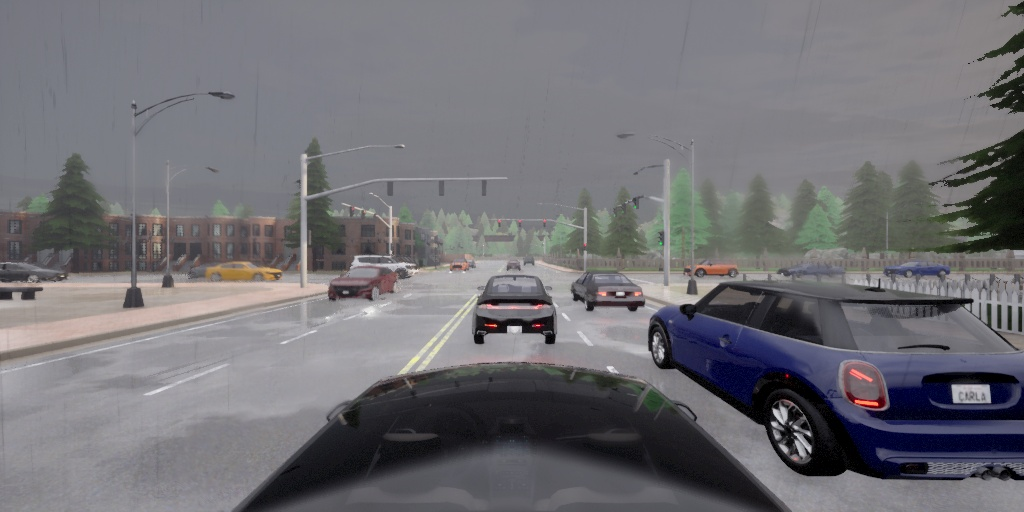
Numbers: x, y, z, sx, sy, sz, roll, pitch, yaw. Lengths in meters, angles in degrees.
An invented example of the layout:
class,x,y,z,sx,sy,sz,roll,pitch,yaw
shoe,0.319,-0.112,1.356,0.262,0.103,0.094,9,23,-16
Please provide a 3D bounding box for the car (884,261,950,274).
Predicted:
class,x,y,z,sx,sy,sz,roll,pitch,yaw
car,38.152,1.228,33.897,5.008,1.535,1.882,0,0,0

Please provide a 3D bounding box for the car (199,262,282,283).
class,x,y,z,sx,sy,sz,roll,pitch,yaw
car,-20.184,1.227,27.162,5.008,1.535,1.882,0,0,-1

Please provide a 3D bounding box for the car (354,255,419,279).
class,x,y,z,sx,sy,sz,roll,pitch,yaw
car,-10.907,0.972,30.726,5.566,2.045,2.150,0,0,0

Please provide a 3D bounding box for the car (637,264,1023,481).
class,x,y,z,sx,sy,sz,roll,pitch,yaw
car,3.606,1.102,4.938,2.097,1.767,4.553,0,0,0

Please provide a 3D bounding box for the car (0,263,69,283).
class,x,y,z,sx,sy,sz,roll,pitch,yaw
car,-35.796,1.253,26.120,4.892,1.490,1.837,0,-1,-13

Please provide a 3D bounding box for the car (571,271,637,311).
class,x,y,z,sx,sy,sz,roll,pitch,yaw
car,3.600,1.297,14.356,2.033,1.411,5.357,0,0,0

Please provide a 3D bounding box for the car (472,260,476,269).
class,x,y,z,sx,sy,sz,roll,pitch,yaw
car,-7.013,1.276,58.250,1.812,1.442,4.674,0,0,1

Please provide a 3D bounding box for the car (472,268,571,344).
class,x,y,z,sx,sy,sz,roll,pitch,yaw
car,0.073,1.242,9.528,2.128,1.511,4.902,0,0,1

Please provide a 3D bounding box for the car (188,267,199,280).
class,x,y,z,sx,sy,sz,roll,pitch,yaw
car,-24.900,1.313,30.550,4.181,1.385,1.994,0,0,-2

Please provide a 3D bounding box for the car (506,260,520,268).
class,x,y,z,sx,sy,sz,roll,pitch,yaw
car,0.201,1.275,51.980,1.812,1.442,4.674,0,0,0

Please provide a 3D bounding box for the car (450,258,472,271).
class,x,y,z,sx,sy,sz,roll,pitch,yaw
car,-7.036,1.102,48.317,2.097,1.767,4.553,0,0,0

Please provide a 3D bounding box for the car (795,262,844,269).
class,x,y,z,sx,sy,sz,roll,pitch,yaw
car,28.274,1.297,33.925,5.357,1.411,2.033,0,0,1

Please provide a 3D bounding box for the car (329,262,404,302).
class,x,y,z,sx,sy,sz,roll,pitch,yaw
car,-6.966,1.227,17.334,1.882,1.535,5.008,1,0,-2

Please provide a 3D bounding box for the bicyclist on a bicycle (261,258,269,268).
class,x,y,z,sx,sy,sz,roll,pitch,yaw
bicyclist on a bicycle,-28.766,1.053,41.635,0.582,1.620,1.656,0,0,-1

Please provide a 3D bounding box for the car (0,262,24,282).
class,x,y,z,sx,sy,sz,roll,pitch,yaw
car,-42.281,1.254,27.879,4.892,1.490,1.837,0,-1,-21

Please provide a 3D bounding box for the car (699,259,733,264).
class,x,y,z,sx,sy,sz,roll,pitch,yaw
car,18.749,1.102,33.950,4.553,1.767,2.097,0,0,0
